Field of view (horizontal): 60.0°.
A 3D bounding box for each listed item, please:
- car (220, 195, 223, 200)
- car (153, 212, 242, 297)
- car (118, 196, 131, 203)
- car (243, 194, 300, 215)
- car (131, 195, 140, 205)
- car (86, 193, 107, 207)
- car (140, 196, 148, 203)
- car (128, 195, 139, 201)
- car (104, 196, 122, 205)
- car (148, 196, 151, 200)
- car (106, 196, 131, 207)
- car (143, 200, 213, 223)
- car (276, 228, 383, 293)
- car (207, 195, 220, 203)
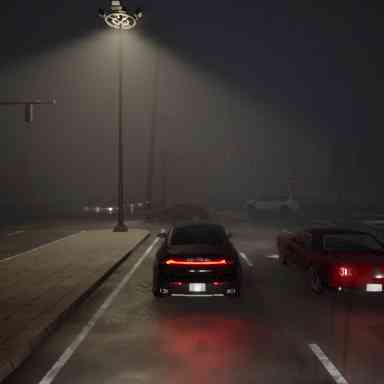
[{"bbox_3d":[7.859,1.553,94.684,1.994,1.385,4.181,0,0,2],"label":"car"},{"bbox_3d":[0.127,1.505,8.540,1.837,1.490,4.892,0,0,1],"label":"car"},{"bbox_3d":[-14.538,1.553,72.091,1.994,1.385,4.181,0,0,0],"label":"car"},{"bbox_3d":[7.974,1.223,33.679,5.566,2.045,2.150,0,1,25],"label":"car"},{"bbox_3d":[-11.185,1.505,60.355,1.837,1.490,4.892,0,0,1],"label":"car"},{"bbox_3d":[-14.759,1.221,51.895,2.150,2.045,5.566,0,0,0],"label":"car"},{"bbox_3d":[-11.056,1.595,69.329,1.895,1.301,4.718,0,0,0],"label":"car"},{"bbox_3d":[-14.456,1.517,82.295,1.812,1.442,4.674,0,0,1],"label":"car"},{"bbox_3d":[-14.651,1.547,62.144,2.033,1.411,5.357,0,0,1],"label":"car"},{"bbox_3d":[-10.989,1.552,79.180,1.994,1.385,4.181,0,0,0],"label":"car"},{"bbox_3d":[-11.267,1.601,51.345,1.895,1.301,4.718,0,0,0],"label":"car"},{"bbox_3d":[-1.053,1.525,24.437,4.674,1.442,1.812,0,0,-3],"label":"car"},{"bbox_3d":[3.630,1.601,8.784,1.895,1.301,4.718,0,0,1],"label":"car"},{"bbox_3d":[4.023,1.601,66.057,1.895,1.301,4.718,0,0,0],"label":"car"}]
